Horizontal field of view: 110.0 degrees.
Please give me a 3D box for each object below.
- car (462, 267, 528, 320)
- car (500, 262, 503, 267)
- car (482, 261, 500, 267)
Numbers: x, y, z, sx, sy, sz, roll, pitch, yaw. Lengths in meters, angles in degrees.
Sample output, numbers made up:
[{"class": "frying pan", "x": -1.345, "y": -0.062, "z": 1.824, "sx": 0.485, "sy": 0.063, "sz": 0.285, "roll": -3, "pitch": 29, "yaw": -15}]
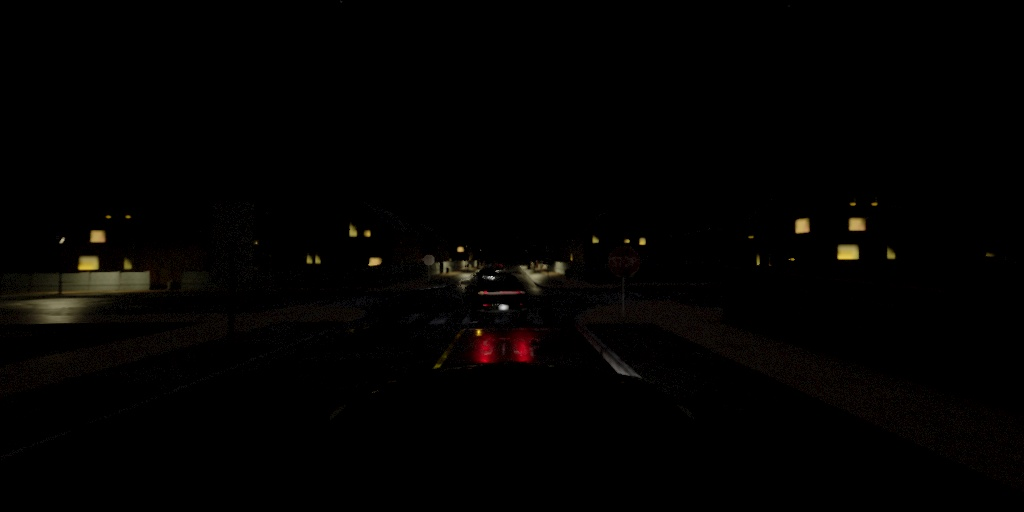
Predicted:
[{"class": "car", "x": -0.731, "y": 1.339, "z": 13.102, "sx": 2.128, "sy": 1.511, "sz": 4.902, "roll": 0, "pitch": 0, "yaw": -11}, {"class": "car", "x": -2.789, "y": 1.633, "z": 64.699, "sx": 2.097, "sy": 1.767, "sz": 4.553, "roll": 0, "pitch": 0, "yaw": 0}, {"class": "car", "x": -2.864, "y": 1.656, "z": 44.097, "sx": 2.033, "sy": 1.411, "sz": 5.357, "roll": 0, "pitch": 0, "yaw": 0}]
